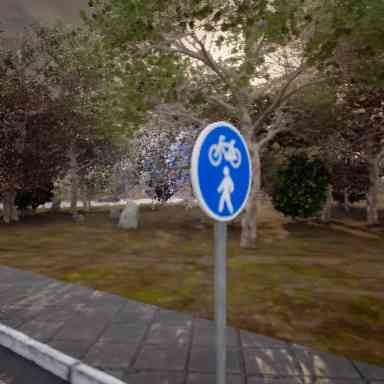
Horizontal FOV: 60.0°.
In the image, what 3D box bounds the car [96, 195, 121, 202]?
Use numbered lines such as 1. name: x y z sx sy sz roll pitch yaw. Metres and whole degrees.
1. car: -15.975 1.300 63.307 1.895 1.301 4.718 0 1 37
